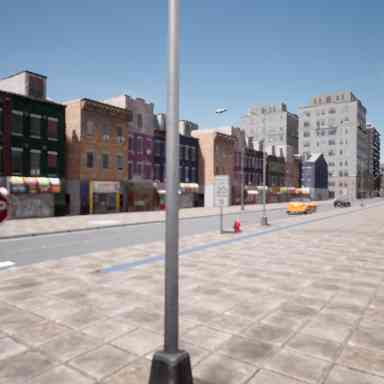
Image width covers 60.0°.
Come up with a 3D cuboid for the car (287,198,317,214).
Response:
[{"bbox_3d":[12.036,1.419,36.146,2.097,1.767,4.553,1,0,36],"label":"car"}]

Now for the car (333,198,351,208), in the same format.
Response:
[{"bbox_3d":[23.584,1.651,52.202,1.812,1.442,4.674,1,0,36],"label":"car"}]
